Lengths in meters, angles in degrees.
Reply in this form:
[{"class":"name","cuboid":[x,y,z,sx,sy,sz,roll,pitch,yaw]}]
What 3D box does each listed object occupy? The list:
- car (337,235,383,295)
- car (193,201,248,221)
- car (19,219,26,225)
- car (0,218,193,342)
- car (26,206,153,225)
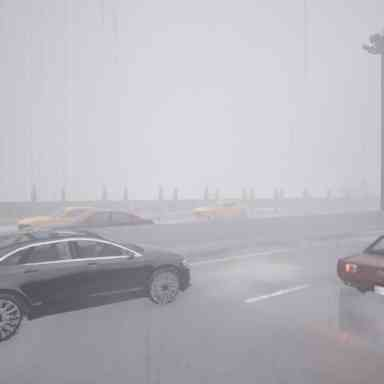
[{"class":"car","cuboid":[5.455,1.601,7.639,4.718,1.301,1.895,0,0,-36]},{"class":"car","cuboid":[2.349,1.480,27.164,5.008,1.535,1.882,0,0,-35]},{"class":"car","cuboid":[-6.029,1.476,16.890,5.008,1.535,1.882,0,0,-35]},{"class":"car","cuboid":[-2.252,1.491,6.440,4.902,1.511,2.128,0,0,-36]},{"class":"car","cuboid":[-3.986,1.476,14.047,5.008,1.535,1.882,0,0,-35]}]
